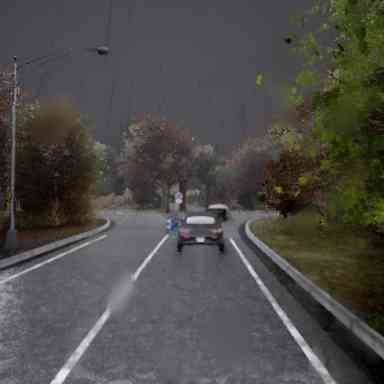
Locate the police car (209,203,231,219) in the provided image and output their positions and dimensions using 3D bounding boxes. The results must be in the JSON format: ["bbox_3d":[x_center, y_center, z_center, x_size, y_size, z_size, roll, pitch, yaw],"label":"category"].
[{"bbox_3d":[2.579,1.831,31.795,1.930,1.638,5.238,-1,-2,13],"label":"police car"}]

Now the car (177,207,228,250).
[{"bbox_3d":[0.383,1.575,14.361,1.812,1.442,4.674,0,0,2],"label":"car"}]
